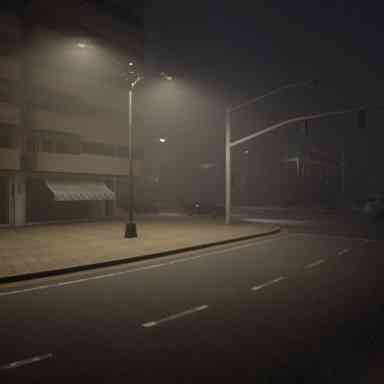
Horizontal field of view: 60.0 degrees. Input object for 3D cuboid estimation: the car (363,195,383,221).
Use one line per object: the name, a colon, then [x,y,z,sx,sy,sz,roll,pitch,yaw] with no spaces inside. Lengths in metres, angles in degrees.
car: [16.780,1.256,26.503,5.566,2.045,2.150,0,1,12]

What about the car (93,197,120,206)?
car: [-15.253,1.620,59.220,5.357,1.411,2.033,0,0,41]

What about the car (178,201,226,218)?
car: [1.353,1.561,30.890,4.902,1.511,2.128,0,0,41]

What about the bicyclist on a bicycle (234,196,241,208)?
bicyclist on a bicycle: [6.424,1.379,46.967,0.582,1.620,1.656,0,0,41]

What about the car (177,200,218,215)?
car: [0.528,1.634,36.233,4.181,1.385,1.994,0,0,41]

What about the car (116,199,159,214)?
car: [-5.836,1.546,37.088,5.008,1.535,1.882,0,0,41]
